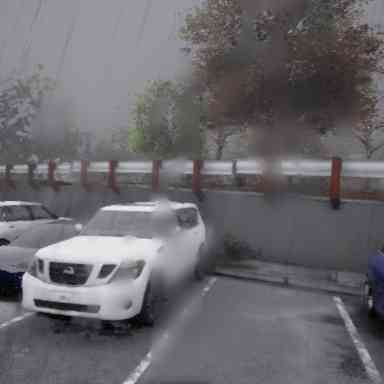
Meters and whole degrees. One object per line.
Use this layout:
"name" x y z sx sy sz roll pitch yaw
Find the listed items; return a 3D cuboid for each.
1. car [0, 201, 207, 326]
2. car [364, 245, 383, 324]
"car" -1.176 1.271 7.664 2.435 2.045 5.566 0 -1 16
"car" 3.749 1.357 4.203 2.185 1.767 4.553 0 -1 16
